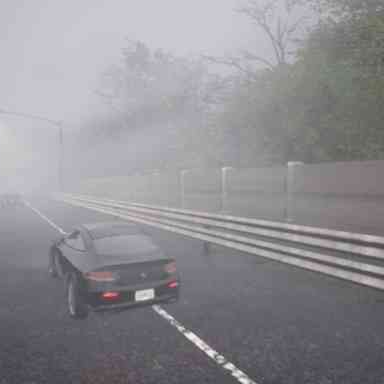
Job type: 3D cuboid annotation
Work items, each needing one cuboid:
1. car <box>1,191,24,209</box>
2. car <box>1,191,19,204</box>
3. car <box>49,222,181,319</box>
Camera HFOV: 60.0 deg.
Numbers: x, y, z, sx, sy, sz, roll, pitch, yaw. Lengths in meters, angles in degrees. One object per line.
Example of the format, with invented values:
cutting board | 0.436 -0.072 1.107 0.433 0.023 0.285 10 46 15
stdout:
car | -17.366 0.824 32.201 2.033 1.411 5.357 -1 1 -29
car | -22.812 0.595 41.688 1.812 1.442 4.674 -1 2 -29
car | -1.855 1.365 7.097 1.812 1.442 4.674 -1 1 -29
